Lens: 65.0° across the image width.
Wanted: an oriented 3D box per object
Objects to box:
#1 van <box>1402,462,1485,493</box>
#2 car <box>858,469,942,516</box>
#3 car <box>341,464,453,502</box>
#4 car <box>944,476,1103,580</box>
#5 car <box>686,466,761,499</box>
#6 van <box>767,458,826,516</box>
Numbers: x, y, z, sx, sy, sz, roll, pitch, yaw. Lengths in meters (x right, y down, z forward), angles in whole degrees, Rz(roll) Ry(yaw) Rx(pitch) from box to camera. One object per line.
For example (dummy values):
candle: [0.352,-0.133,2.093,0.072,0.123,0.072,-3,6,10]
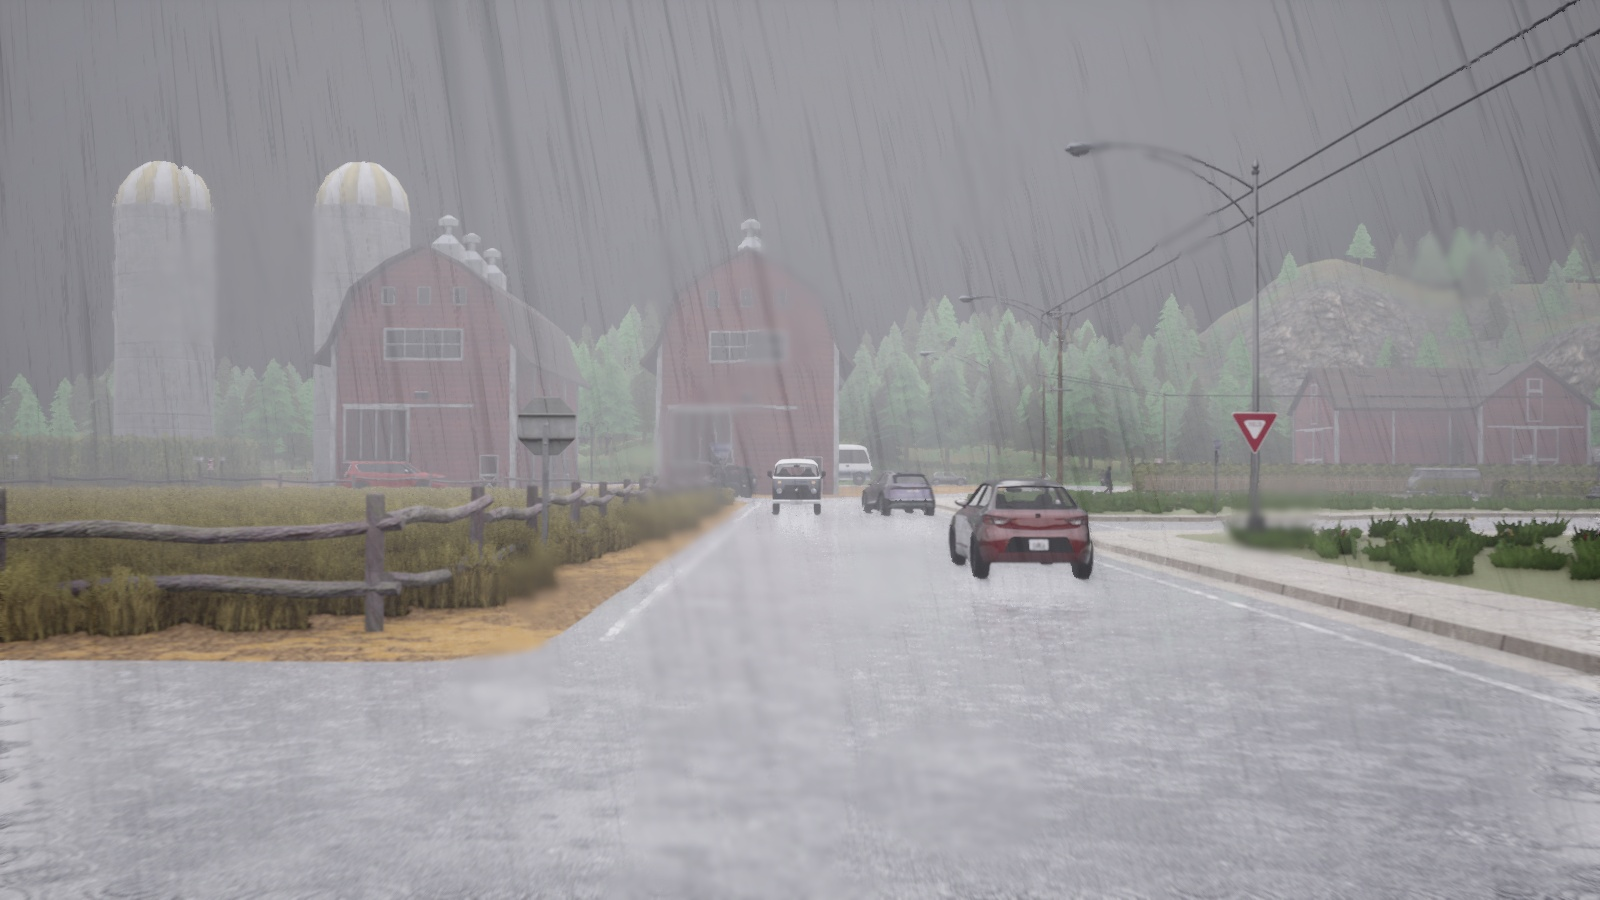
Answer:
van: [41.683,1.795,81.450,4.442,1.987,1.775,0,-1,0]
car: [3.613,1.526,46.435,2.033,1.649,4.856,0,-1,-9]
car: [-22.228,1.812,69.452,5.566,2.045,2.150,0,-1,-3]
car: [3.436,1.159,20.078,1.816,1.474,4.193,0,-1,0]
car: [-4.402,1.871,72.562,3.866,1.878,1.905,-1,-1,25]
van: [-0.116,1.337,46.580,2.069,2.038,4.480,0,-1,0]
